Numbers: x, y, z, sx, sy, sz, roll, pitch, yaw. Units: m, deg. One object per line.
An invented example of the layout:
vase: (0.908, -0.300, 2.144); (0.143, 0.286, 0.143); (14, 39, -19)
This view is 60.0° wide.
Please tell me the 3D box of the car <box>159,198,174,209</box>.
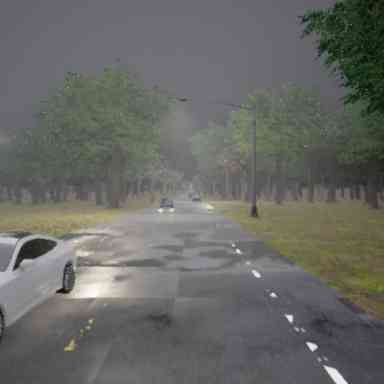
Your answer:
car: (-3.579, 1.577, 47.623); (1.837, 1.490, 4.892); (0, 0, 0)

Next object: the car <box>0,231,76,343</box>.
car: (-3.612, 1.512, 6.066); (1.812, 1.442, 4.674); (0, 0, 0)

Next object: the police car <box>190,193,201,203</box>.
police car: (1.050, 1.525, 74.700); (1.930, 1.638, 5.238); (0, 0, 0)
